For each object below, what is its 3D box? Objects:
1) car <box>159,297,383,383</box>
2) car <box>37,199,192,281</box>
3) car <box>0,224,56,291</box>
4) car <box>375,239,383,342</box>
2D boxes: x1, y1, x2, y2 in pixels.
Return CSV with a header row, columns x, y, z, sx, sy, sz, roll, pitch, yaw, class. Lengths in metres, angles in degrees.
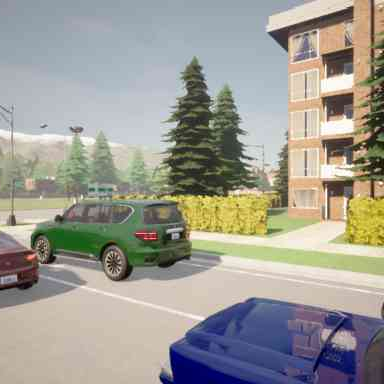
x,y,z,sx,sy,sz,roll,pitch,yaw,class
2.036,1.601,2.543,4.718,1.301,1.895,0,0,35,car
-2.599,1.221,10.083,5.566,2.045,2.150,0,0,36,car
-5.403,1.526,7.790,4.674,1.442,1.812,0,0,36,car
5.073,1.564,4.678,4.181,1.385,1.994,0,0,35,car
